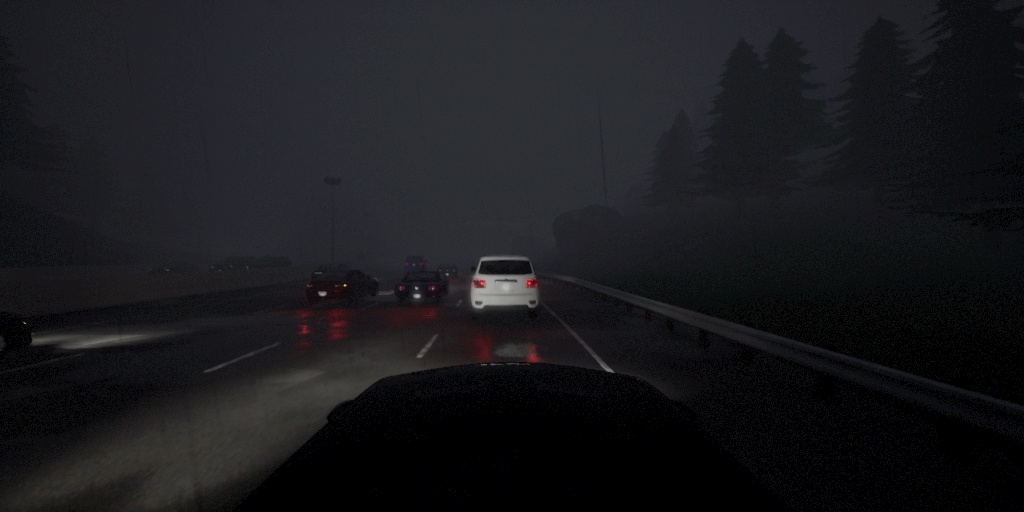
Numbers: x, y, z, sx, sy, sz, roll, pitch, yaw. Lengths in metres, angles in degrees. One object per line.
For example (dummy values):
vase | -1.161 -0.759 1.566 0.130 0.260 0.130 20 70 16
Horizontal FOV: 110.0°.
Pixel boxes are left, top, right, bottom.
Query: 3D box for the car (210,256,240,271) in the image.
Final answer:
car | -27.991 1.047 36.455 2.150 2.045 5.566 0 0 -10

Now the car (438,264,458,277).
car | -6.250 1.382 34.841 1.895 1.301 4.718 0 0 -9

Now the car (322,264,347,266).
car | -11.867 1.278 24.443 2.128 1.511 4.902 0 0 -6

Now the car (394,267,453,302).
car | -4.100 1.368 17.083 1.895 1.301 4.718 0 0 -4

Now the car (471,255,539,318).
car | -0.330 0.979 13.187 2.150 2.045 5.566 0 0 -3

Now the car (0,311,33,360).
car | -10.522 1.277 5.102 1.837 1.490 4.892 0 0 -1

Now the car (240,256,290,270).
car | -24.371 1.041 36.075 2.150 2.045 5.566 0 0 -10

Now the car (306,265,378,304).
car | -7.570 1.299 16.309 1.812 1.442 4.674 0 0 -4

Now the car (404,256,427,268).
car | -10.710 1.015 39.936 2.150 2.045 5.566 0 0 -11

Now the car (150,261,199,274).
car | -35.328 1.316 37.649 1.882 1.535 5.008 0 0 -11
